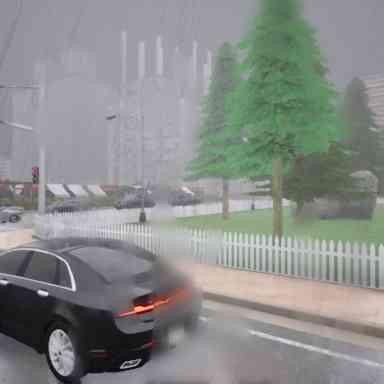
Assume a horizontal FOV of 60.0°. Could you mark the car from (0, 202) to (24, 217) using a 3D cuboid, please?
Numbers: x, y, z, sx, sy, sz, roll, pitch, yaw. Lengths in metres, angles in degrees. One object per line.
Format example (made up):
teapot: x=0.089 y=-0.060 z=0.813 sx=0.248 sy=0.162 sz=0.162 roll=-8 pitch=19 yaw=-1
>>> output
car: x=-17.996 y=1.599 z=30.017 sx=1.895 sy=1.301 sz=4.718 roll=0 pitch=0 yaw=36

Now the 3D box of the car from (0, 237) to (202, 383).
car: x=-2.143 y=1.505 z=5.454 sx=4.892 sy=1.490 sz=1.837 roll=0 pitch=0 yaw=36

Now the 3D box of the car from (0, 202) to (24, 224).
car: x=-14.137 y=1.524 z=22.792 sx=1.812 sy=1.442 sz=4.674 roll=1 pitch=0 yaw=38

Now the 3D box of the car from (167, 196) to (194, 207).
car: x=-1.864 y=1.503 z=53.879 sx=1.837 sy=1.490 sz=4.892 roll=0 pitch=0 yaw=34

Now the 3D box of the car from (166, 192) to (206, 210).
car: x=-0.974 y=1.220 z=42.345 sx=2.150 sy=2.045 sz=5.566 roll=0 pitch=0 yaw=34

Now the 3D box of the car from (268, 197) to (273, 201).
car: x=14.956 y=1.563 z=59.811 sx=1.994 sy=1.385 sz=4.181 roll=0 pitch=0 yaw=34

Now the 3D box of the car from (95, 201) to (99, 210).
car: x=-12.862 y=1.476 z=37.551 sx=1.882 sy=1.535 sz=5.008 roll=0 pitch=0 yaw=34

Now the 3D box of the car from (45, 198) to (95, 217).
car: x=-12.302 y=1.490 z=32.104 sx=2.128 sy=1.511 sz=4.902 roll=0 pitch=0 yaw=34

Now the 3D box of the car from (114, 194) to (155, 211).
car: x=-6.832 y=1.220 z=40.253 sx=2.150 sy=2.045 sz=5.566 roll=0 pitch=0 yaw=34

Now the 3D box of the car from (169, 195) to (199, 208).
car: x=-1.130 y=1.350 z=48.717 sx=2.097 sy=1.767 sz=4.553 roll=0 pitch=0 yaw=34
